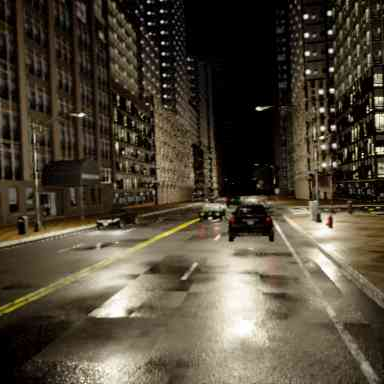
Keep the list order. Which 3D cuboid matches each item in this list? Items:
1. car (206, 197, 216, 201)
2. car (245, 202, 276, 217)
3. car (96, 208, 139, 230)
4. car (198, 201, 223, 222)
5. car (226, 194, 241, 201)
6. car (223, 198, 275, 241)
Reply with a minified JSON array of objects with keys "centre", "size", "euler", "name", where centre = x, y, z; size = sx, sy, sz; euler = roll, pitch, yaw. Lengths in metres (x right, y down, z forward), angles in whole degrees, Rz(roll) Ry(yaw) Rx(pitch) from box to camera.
[{"centre":[4.418,1.943,77.132],"size":[1.837,1.490,4.892],"euler":[-2,0,11],"name":"car"},{"centre":[6.796,1.683,32.451],"size":[1.895,1.301,4.718],"euler":[-3,-3,25],"name":"car"},{"centre":[-5.493,1.938,25.128],"size":[1.812,1.442,4.674],"euler":[-2,-1,11],"name":"car"},{"centre":[1.812,1.753,27.988],"size":[1.895,1.301,4.718],"euler":[-2,0,11],"name":"car"},{"centre":[6.657,1.397,53.627],"size":[2.150,2.045,5.566],"euler":[-2,0,11],"name":"car"},{"centre":[2.992,1.370,16.850],"size":[2.097,1.767,4.553],"euler":[-2,0,11],"name":"car"}]
